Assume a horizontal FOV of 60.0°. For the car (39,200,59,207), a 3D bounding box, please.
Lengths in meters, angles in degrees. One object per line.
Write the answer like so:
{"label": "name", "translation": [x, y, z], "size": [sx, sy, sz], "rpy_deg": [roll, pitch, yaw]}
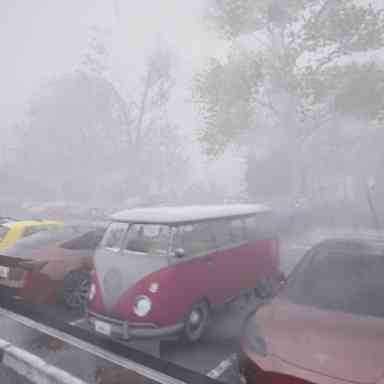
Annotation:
{"label": "car", "translation": [-10.638, 1.555, 30.108], "size": [2.097, 1.535, 5.008], "rpy_deg": [0, 0, 35]}

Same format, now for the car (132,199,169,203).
{"label": "car", "translation": [-1.561, 1.506, 23.650], "size": [2.097, 1.535, 5.008], "rpy_deg": [0, 0, 35]}

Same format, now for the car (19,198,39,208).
{"label": "car", "translation": [-13.012, 1.566, 31.577], "size": [1.946, 1.575, 5.366], "rpy_deg": [0, 0, 35]}

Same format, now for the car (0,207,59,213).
{"label": "car", "translation": [-6.705, 1.495, 11.258], "size": [2.097, 1.535, 5.008], "rpy_deg": [0, 0, 35]}

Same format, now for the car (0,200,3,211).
{"label": "car", "translation": [-26.506, 1.709, 41.427], "size": [2.002, 1.452, 4.674], "rpy_deg": [-1, 0, 36]}

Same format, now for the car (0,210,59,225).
{"label": "car", "translation": [-4.313, 1.486, 9.790], "size": [1.946, 1.575, 5.366], "rpy_deg": [0, 0, 35]}

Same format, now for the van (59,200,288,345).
{"label": "van", "translation": [0.079, 1.253, 6.294], "size": [1.878, 1.987, 4.442], "rpy_deg": [0, 0, 35]}

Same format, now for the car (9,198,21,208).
{"label": "car", "translation": [-15.175, 1.623, 33.341], "size": [2.002, 1.452, 4.674], "rpy_deg": [0, 0, 35]}

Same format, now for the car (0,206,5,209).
{"label": "car", "translation": [-11.289, 1.544, 14.489], "size": [2.163, 1.488, 4.792], "rpy_deg": [0, 0, 35]}

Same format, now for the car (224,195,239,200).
{"label": "car", "translation": [2.962, 1.239, 20.403], "size": [2.435, 2.045, 5.566], "rpy_deg": [0, 0, 35]}

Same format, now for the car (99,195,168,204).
{"label": "car", "translation": [-3.846, 1.264, 25.247], "size": [2.435, 2.045, 5.566], "rpy_deg": [0, 0, 35]}

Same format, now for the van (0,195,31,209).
{"label": "van", "translation": [-19.645, 1.385, 36.672], "size": [1.878, 1.987, 4.442], "rpy_deg": [0, 0, 36]}

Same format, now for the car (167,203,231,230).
{"label": "car", "translation": [0.609, 1.537, 22.110], "size": [2.002, 1.452, 4.674], "rpy_deg": [0, 0, 35]}

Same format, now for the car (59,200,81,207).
{"label": "car", "translation": [-8.382, 1.571, 28.474], "size": [2.163, 1.488, 4.792], "rpy_deg": [0, 0, 35]}

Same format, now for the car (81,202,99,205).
{"label": "car", "translation": [-6.079, 1.557, 26.907], "size": [2.163, 1.488, 4.792], "rpy_deg": [0, 0, 35]}

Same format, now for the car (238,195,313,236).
{"label": "car", "translation": [5.131, 1.234, 18.860], "size": [2.435, 2.045, 5.566], "rpy_deg": [0, 0, 35]}

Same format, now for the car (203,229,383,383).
{"label": "car", "translation": [2.415, 1.503, 4.740], "size": [2.163, 1.488, 4.792], "rpy_deg": [0, 0, 35]}

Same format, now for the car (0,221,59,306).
{"label": "car", "translation": [-2.120, 1.513, 8.038], "size": [2.163, 1.488, 4.792], "rpy_deg": [0, 0, 35]}
